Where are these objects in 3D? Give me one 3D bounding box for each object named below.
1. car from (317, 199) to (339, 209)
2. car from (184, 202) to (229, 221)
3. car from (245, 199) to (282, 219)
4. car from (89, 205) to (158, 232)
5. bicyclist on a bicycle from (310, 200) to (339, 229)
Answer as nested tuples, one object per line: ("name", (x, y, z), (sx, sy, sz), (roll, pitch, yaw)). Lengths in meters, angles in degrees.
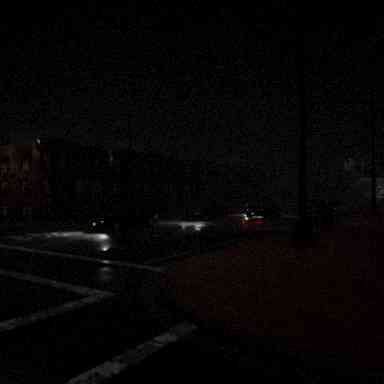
("car", (19.072, 1.646, 46.654), (2.033, 1.411, 5.357), (-1, -1, 37))
("car", (1.324, 1.625, 29.126), (1.882, 1.535, 5.008), (-1, 0, 37))
("car", (6.509, 1.622, 29.886), (1.812, 1.442, 4.674), (-1, -1, 37))
("car", (-4.320, 1.652, 21.607), (1.837, 1.490, 4.892), (-1, -1, 37))
("bicyclist on a bicycle", (7.606, 1.299, 19.204), (1.656, 1.620, 0.582), (-1, -1, 37))
